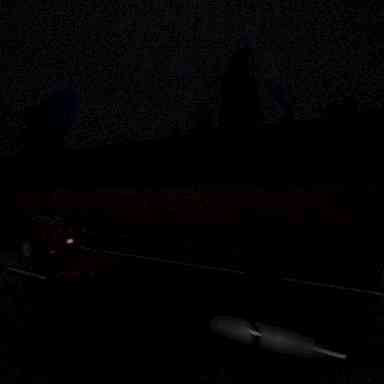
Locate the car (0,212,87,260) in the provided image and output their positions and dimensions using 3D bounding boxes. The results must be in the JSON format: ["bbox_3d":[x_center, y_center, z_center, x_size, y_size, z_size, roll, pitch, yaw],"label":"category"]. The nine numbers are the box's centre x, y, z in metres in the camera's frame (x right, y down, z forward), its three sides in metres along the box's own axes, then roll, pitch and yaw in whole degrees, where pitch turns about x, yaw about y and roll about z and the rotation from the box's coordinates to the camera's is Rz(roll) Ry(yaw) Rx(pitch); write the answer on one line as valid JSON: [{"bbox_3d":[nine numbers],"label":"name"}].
[{"bbox_3d":[-6.126,1.513,12.664,5.008,1.535,1.882,0,0,36],"label":"car"}]
